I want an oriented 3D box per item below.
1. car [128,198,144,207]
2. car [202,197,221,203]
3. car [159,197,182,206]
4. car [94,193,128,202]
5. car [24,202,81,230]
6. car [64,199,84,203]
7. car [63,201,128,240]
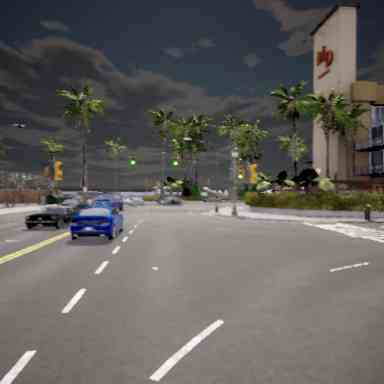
[{"bbox_3d":[-9.213,1.561,50.796,1.895,1.301,4.718,0,0,22],"label":"car"},{"bbox_3d":[3.984,1.646,69.272,4.181,1.385,1.994,1,0,-40],"label":"car"},{"bbox_3d":[-3.498,1.506,54.606,2.128,1.511,4.902,0,0,29],"label":"car"},{"bbox_3d":[-9.031,1.170,35.793,2.150,2.045,5.566,0,0,5],"label":"car"},{"bbox_3d":[-8.567,1.541,20.687,1.895,1.301,4.718,1,0,-3],"label":"car"},{"bbox_3d":[-12.576,1.464,35.172,2.033,1.411,5.357,0,0,2],"label":"car"},{"bbox_3d":[-4.644,1.450,16.865,1.882,1.535,5.008,1,0,-4],"label":"car"}]
